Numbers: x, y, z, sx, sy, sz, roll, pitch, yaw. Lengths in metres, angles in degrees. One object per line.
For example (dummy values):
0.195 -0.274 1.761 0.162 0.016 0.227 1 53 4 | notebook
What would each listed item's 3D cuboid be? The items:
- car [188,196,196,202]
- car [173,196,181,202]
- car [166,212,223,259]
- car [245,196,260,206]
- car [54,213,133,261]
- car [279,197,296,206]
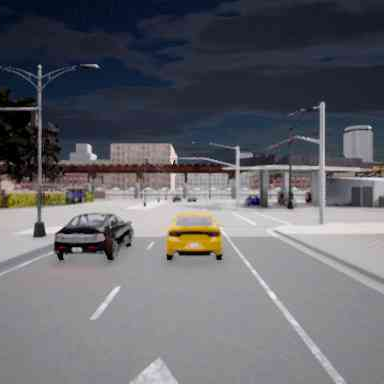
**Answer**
0.022 1.713 77.833 1.994 1.385 4.181 0 0 0 | car
-3.478 1.661 77.834 1.837 1.490 4.892 0 0 0 | car
0.083 1.506 12.719 1.882 1.535 5.008 0 0 0 | car
9.725 1.413 53.155 2.242 1.667 4.611 0 0 0 | car
-3.418 1.519 12.348 2.128 1.511 4.902 0 0 0 | car
15.470 1.575 53.916 1.970 1.475 3.806 0 0 0 | car
